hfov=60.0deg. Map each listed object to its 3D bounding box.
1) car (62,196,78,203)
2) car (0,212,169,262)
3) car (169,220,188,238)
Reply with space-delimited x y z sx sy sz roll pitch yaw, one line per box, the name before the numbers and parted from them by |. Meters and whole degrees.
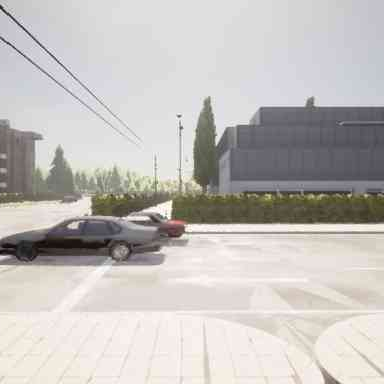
car | -24.577 1.497 67.080 2.128 1.511 4.902 0 0 0
car | -3.637 1.547 11.506 5.357 1.411 2.033 0 0 -1
car | -2.588 1.601 15.275 4.718 1.301 1.895 0 0 3
